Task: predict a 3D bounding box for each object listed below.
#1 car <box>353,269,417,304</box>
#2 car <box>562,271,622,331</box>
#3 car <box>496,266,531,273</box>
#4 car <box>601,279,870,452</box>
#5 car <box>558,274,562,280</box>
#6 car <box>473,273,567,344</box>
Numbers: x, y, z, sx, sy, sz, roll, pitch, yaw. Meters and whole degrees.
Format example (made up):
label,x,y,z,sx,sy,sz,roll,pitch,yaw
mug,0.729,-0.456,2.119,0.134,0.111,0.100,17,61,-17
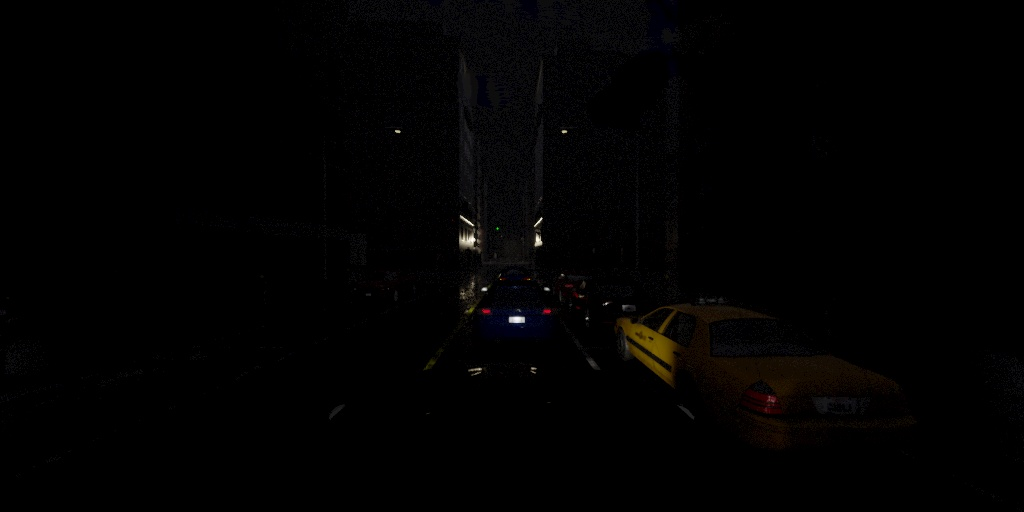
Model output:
label,x,y,z,sx,sy,sz,roll,pitch,yaw
car,-5.670,1.290,16.434,1.888,1.381,4.507,0,0,0
car,2.874,1.313,10.851,1.948,1.339,4.313,0,0,0
car,0.100,1.270,19.911,1.812,1.442,4.674,0,0,-1
car,2.874,1.274,5.434,1.751,1.417,4.829,0,0,0
car,2.875,1.327,16.436,1.802,1.307,4.207,0,0,0
car,0.100,1.312,9.554,1.994,1.385,4.181,0,0,0
